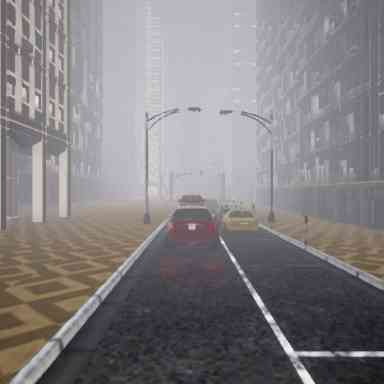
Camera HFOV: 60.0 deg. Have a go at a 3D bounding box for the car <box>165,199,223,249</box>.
[{"bbox_3d":[0.000,1.363,14.620,2.097,1.767,4.553,0,0,0],"label":"car"}]

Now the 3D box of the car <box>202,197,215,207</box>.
[{"bbox_3d":[2.565,1.508,51.991,1.752,1.417,4.829,0,0,0],"label":"car"}]

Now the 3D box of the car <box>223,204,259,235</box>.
[{"bbox_3d":[2.565,1.521,18.683,1.752,1.417,4.829,0,0,0],"label":"car"}]

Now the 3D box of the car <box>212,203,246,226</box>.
[{"bbox_3d":[2.565,1.545,24.064,2.008,1.369,4.403,0,0,0],"label":"car"}]

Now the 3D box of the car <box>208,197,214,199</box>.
[{"bbox_3d":[2.565,1.530,46.269,1.887,1.381,4.507,0,0,0],"label":"car"}]

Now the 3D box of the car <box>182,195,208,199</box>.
[{"bbox_3d":[0.000,1.251,29.680,2.150,2.045,5.566,0,0,0],"label":"car"}]
